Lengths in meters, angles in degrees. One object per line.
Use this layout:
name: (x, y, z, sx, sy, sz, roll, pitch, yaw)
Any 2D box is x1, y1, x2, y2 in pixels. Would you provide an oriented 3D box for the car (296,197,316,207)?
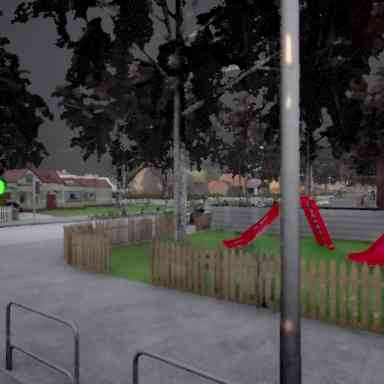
car: (18.528, 1.554, 53.801, 1.812, 1.442, 4.674, 0, 0, 35)

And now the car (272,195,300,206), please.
car: (12.616, 1.505, 45.421, 1.882, 1.535, 5.008, 0, 0, 36)

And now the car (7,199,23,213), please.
car: (-18.082, 1.357, 31.866, 4.181, 1.381, 1.994, 0, 0, 35)

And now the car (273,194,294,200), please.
car: (25.384, 1.383, 92.099, 5.357, 1.415, 2.033, 0, 0, 35)
